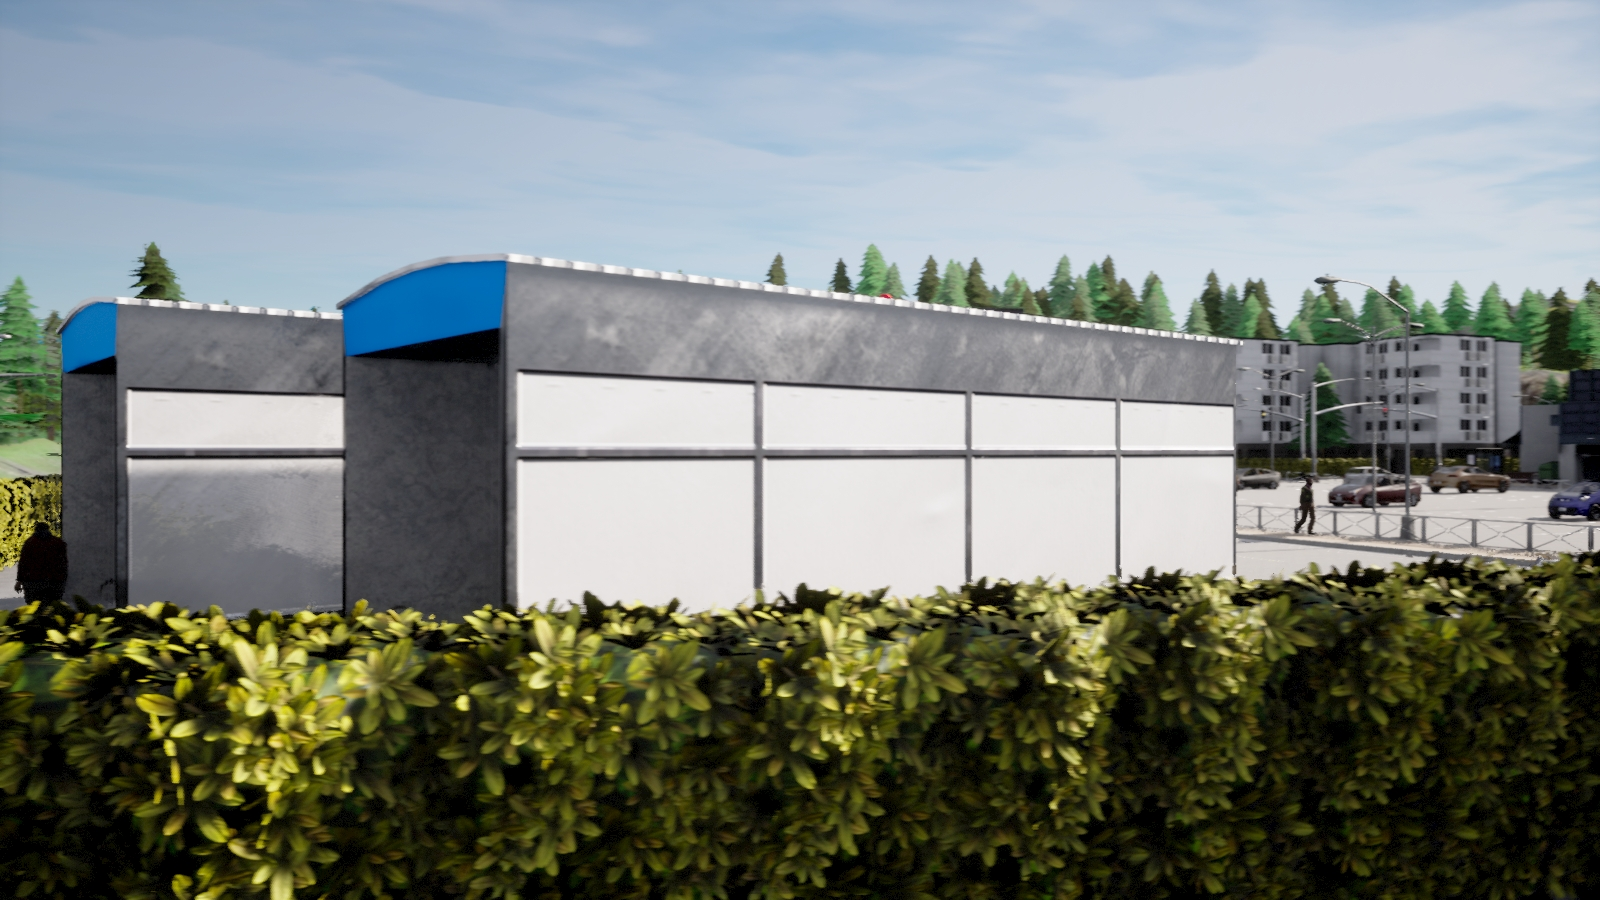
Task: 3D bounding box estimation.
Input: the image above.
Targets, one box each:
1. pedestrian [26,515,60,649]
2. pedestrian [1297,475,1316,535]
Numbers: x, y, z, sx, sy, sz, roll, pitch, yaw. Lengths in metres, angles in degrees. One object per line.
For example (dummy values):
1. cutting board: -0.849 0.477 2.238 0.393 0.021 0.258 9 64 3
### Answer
1. pedestrian: -10.824 1.867 16.339 0.375 1.860 0.375 0 0 -39
2. pedestrian: 15.844 1.724 35.746 0.375 1.860 0.375 0 0 -22
